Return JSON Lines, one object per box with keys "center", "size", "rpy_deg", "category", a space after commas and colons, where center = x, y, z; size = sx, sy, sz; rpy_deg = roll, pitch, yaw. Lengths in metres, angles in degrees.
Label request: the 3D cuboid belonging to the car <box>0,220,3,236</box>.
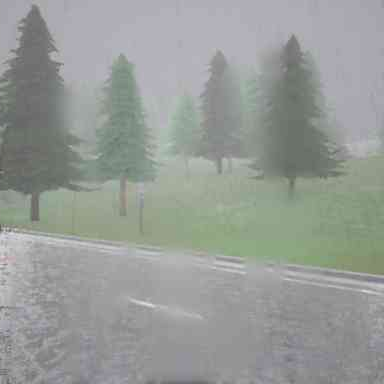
{"center": [-10.950, 1.538, 16.083], "size": [4.674, 1.442, 1.812], "rpy_deg": [0, 0, 35], "category": "car"}
